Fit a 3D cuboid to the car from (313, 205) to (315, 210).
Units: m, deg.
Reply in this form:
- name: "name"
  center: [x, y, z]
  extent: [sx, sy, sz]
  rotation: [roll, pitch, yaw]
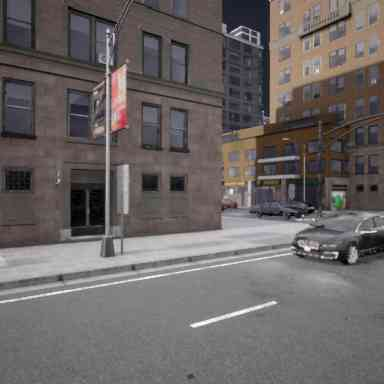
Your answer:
- name: "car"
  center: [10.545, 1.580, 34.298]
  extent: [1.947, 1.339, 4.313]
  rotation: [0, 0, -35]

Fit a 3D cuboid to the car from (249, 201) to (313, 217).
- name: "car"
  center: [7.428, 1.541, 29.170]
  extent: [2.033, 1.411, 5.357]
  rotation: [0, 0, -37]

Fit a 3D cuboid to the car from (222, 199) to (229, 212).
- name: "car"
  center: [1.645, 1.592, 37.379]
  extent: [1.895, 1.301, 4.718]
  rotation: [0, 0, -35]

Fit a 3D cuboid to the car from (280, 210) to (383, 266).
- name: "car"
  center: [5.519, 1.505, 11.626]
  extent: [4.892, 1.490, 1.837]
  rotation: [0, 0, -36]

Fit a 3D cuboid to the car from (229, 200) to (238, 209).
- name: "car"
  center: [4.181, 1.594, 43.298]
  extent: [1.802, 1.307, 4.206]
  rotation: [0, 0, -35]
